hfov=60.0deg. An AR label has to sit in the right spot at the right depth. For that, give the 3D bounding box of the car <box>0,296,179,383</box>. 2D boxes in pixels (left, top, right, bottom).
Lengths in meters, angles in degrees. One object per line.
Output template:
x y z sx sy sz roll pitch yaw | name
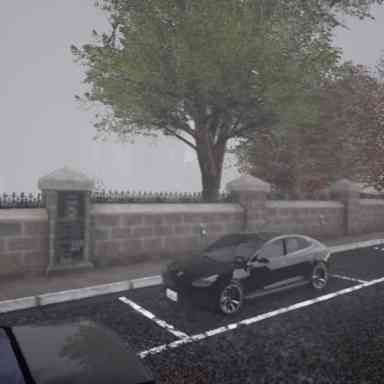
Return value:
-2.667 1.545 1.467 5.357 1.411 2.033 0 0 -36 | car

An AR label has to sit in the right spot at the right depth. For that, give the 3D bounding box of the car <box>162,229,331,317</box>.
1.403 1.578 7.547 4.313 1.339 1.947 0 1 -35 | car
